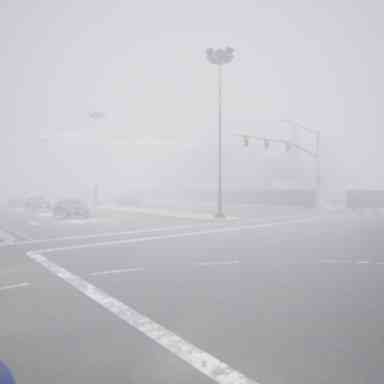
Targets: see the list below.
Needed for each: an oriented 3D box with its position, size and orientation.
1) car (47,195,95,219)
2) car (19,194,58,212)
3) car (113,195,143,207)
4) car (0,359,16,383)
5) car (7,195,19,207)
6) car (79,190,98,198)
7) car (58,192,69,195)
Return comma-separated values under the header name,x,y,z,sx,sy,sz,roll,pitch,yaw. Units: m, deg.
name,x,y,z,sx,sy,sz,roll,pitch,yaw
car,-9.660,1.258,26.440,1.837,1.490,4.892,0,1,-38
car,-16.064,1.170,34.627,2.128,1.511,4.902,0,1,-38
car,-8.471,1.135,43.897,2.033,1.411,5.357,0,1,-38
car,-3.354,1.467,1.087,5.008,1.535,1.882,0,1,-34
car,-22.476,1.095,42.858,2.128,1.511,4.902,0,1,-38
car,-20.346,0.615,64.924,2.150,2.045,5.566,0,1,-38
car,-25.791,0.741,66.099,2.097,1.767,4.553,0,1,-38
